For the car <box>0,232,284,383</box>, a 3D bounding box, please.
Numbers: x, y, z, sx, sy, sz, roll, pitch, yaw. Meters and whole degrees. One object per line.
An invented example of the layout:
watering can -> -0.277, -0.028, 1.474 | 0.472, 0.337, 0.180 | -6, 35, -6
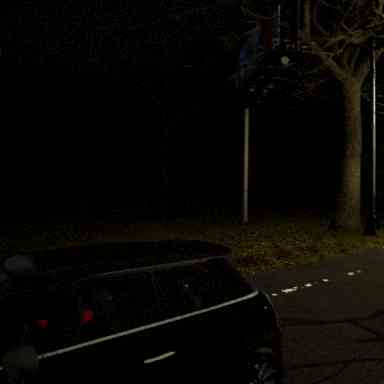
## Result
car -> -1.265, 1.352, 3.090 | 4.553, 1.767, 2.097 | 0, 0, -36
